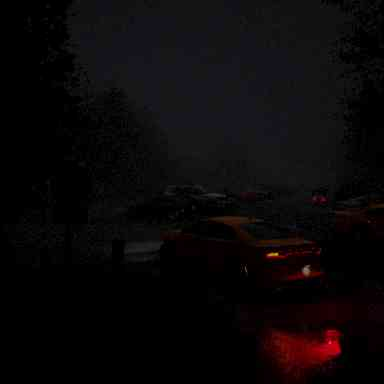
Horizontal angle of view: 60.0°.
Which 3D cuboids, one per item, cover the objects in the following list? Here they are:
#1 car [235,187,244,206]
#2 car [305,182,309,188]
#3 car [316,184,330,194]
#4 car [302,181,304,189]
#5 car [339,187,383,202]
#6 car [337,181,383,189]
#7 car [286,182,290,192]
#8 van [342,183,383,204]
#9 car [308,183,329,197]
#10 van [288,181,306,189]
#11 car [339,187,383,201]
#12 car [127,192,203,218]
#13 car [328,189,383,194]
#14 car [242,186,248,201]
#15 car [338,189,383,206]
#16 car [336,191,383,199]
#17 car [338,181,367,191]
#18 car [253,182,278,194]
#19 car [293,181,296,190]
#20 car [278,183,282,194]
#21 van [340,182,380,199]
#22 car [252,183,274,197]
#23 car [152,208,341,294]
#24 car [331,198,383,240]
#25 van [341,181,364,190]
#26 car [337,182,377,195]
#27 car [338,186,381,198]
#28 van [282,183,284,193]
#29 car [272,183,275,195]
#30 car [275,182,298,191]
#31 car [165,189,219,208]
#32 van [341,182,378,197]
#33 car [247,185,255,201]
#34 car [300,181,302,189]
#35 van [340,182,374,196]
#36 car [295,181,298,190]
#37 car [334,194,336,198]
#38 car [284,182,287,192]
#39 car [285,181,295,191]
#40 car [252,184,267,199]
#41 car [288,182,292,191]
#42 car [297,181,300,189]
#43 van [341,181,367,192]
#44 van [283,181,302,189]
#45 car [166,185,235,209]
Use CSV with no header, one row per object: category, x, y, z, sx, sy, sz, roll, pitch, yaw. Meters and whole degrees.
car,1.534,0.613,29.664,5.366,1.575,1.946,1,3,24
car,26.375,-1.848,85.395,5.566,2.045,2.435,1,2,24
car,22.456,-0.529,56.856,1.882,1.535,5.008,1,2,24
car,22.937,-1.314,77.824,5.008,1.535,2.097,1,2,24
car,19.036,0.264,37.102,4.792,1.488,2.163,1,3,24
car,15.584,0.335,29.401,5.566,2.045,2.435,1,3,24
car,13.828,-0.530,57.583,4.792,1.488,2.163,1,2,24
van,17.982,0.122,34.529,4.442,1.987,1.878,1,3,24
car,18.242,-0.164,47.467,2.128,1.511,4.902,1,2,24
van,28.508,-1.939,90.506,4.442,1.987,1.878,1,1,24
car,20.116,0.162,39.508,4.792,1.488,2.163,1,2,24
car,-2.069,0.997,22.162,4.792,1.488,2.163,1,3,24
car,13.123,0.816,24.451,5.366,1.575,1.946,1,3,24
car,2.507,0.495,32.268,4.892,1.521,2.231,1,3,24
car,16.666,0.496,31.962,4.792,1.488,2.163,1,3,24
car,9.972,1.046,16.896,4.553,1.767,2.185,1,3,24
car,34.848,-1.356,72.470,5.566,2.045,2.435,1,2,24
car,9.341,-0.304,47.430,4.553,1.767,2.185,1,2,24
car,17.268,-0.841,65.162,4.892,1.521,2.231,1,2,24
car,10.474,-0.245,49.965,4.792,1.488,2.163,1,2,24
van,21.117,-0.195,42.064,4.442,1.987,1.878,1,2,24
car,7.212,0.028,42.314,5.366,1.575,1.946,1,3,24
car,0.934,1.365,8.580,1.882,1.535,5.008,2,-1,-31
car,8.805,1.289,14.390,5.008,1.535,2.097,1,3,24
van,36.114,-1.423,74.938,4.442,1.987,1.878,1,2,24
car,25.730,-0.599,52.147,5.566,2.045,2.435,1,2,24
car,22.360,-0.065,44.566,5.008,1.535,2.097,1,2,24
van,11.690,-0.594,52.451,4.442,1.987,1.878,1,2,24
car,8.170,-0.077,44.915,4.892,1.521,2.231,1,3,24
car,20.642,-1.251,72.767,4.553,1.767,2.185,1,2,24
car,-0.901,0.850,24.677,5.008,1.535,2.097,1,3,24
van,23.595,-0.383,47.038,4.442,1.987,1.878,1,2,24
car,3.468,0.370,34.876,5.366,1.575,1.946,1,3,24
car,21.777,-1.345,75.299,4.553,1.767,2.185,1,2,24
van,24.516,-0.481,49.659,4.442,1.987,1.878,1,2,24
car,18.393,-0.935,67.699,4.892,1.521,2.231,1,2,24
car,10.999,1.088,19.339,4.792,1.488,2.163,1,3,24
car,12.693,-0.435,55.052,4.792,1.488,2.163,1,2,24
car,15.958,-0.753,62.709,5.366,1.575,1.946,1,2,24
car,5.789,0.130,40.047,5.366,1.575,1.946,1,3,24
car,14.964,-0.624,60.115,4.792,1.488,2.163,1,2,24
car,19.365,-1.036,70.303,5.366,1.575,1.946,1,2,24
van,31.580,-1.046,64.834,4.442,1.987,1.878,1,2,24
van,25.107,-1.730,82.924,4.442,1.987,1.878,1,2,24
car,0.255,0.481,27.186,5.566,2.045,2.435,1,3,24
